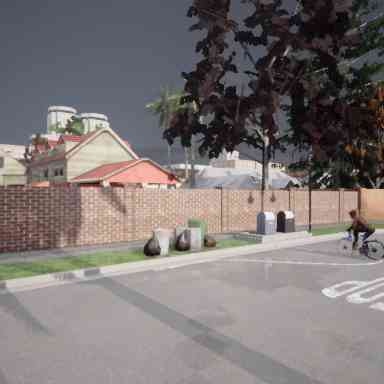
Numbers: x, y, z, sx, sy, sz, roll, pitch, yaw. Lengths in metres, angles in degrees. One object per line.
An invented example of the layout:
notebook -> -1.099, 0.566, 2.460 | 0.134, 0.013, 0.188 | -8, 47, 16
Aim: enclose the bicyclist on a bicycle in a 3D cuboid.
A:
bicyclist on a bicycle -> 5.593, 1.457, 11.160 | 0.582, 1.620, 1.656 | 0, -2, -38
